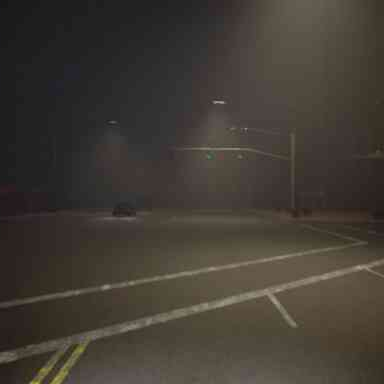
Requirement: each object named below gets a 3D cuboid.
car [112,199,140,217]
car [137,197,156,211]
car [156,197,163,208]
[{"bbox_3d":[-7.085,1.811,35.337,1.812,1.442,4.674,0,-1,0],"label":"car"},{"bbox_3d":[-7.062,1.728,48.734,2.150,2.045,5.566,0,-1,0],"label":"car"},{"bbox_3d":[-7.004,2.035,65.181,2.150,2.045,5.566,0,-1,0],"label":"car"}]
